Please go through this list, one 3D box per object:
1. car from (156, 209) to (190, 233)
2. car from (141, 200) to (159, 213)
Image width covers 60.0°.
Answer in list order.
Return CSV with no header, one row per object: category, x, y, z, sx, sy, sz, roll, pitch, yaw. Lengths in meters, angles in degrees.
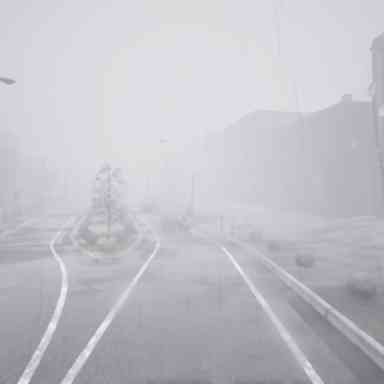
car,-1.467,2.317,25.276,1.895,1.301,4.718,0,0,-11
car,-5.420,1.774,42.254,1.882,1.535,5.008,0,1,-14
